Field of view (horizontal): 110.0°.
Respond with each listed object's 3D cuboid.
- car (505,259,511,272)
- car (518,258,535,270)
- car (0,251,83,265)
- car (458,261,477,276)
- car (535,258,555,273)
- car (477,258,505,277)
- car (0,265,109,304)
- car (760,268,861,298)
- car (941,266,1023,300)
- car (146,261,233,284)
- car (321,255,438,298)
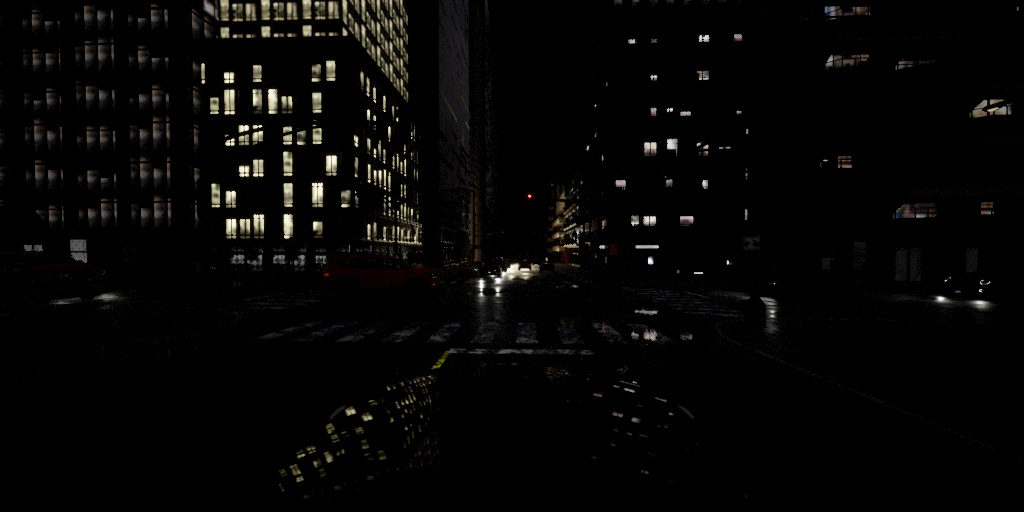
[{"bbox_3d":[-1.603,1.303,44.702,1.994,1.385,4.181,0,0,2],"label":"car"},{"bbox_3d":[1.853,1.285,52.107,2.033,1.411,5.357,0,0,2],"label":"car"},{"bbox_3d":[-23.426,0.801,17.679,5.566,2.045,2.150,1,1,3],"label":"car"},{"bbox_3d":[-4.478,1.266,36.910,1.751,1.417,4.829,0,0,2],"label":"car"},{"bbox_3d":[4.103,1.290,42.435,2.007,1.370,4.403,0,0,2],"label":"car"},{"bbox_3d":[-1.958,1.246,34.805,1.837,1.490,4.892,0,0,2],"label":"car"},{"bbox_3d":[-19.858,1.205,14.957,4.403,1.370,2.007,0,0,3],"label":"car"},{"bbox_3d":[15.530,1.382,18.975,4.674,1.442,1.812,1,1,4],"label":"car"},{"bbox_3d":[25.374,1.290,18.477,4.553,1.767,2.097,0,1,3],"label":"car"},{"bbox_3d":[-20.943,1.030,23.334,4.829,1.417,1.751,0,0,3],"label":"car"},{"bbox_3d":[-6.608,0.966,18.267,5.566,2.045,2.150,0,1,-15],"label":"car"}]
